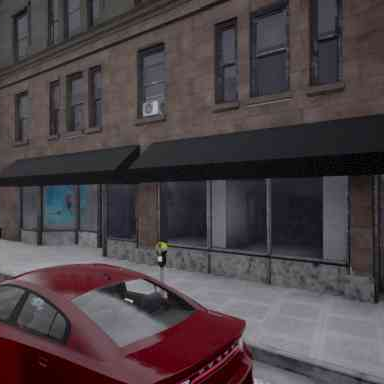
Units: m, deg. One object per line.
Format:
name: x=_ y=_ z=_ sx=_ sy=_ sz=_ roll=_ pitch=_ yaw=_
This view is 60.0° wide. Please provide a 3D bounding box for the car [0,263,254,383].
car: x=-1.519 y=1.545 z=3.932 sx=4.507 sy=1.381 sz=1.887 roll=0 pitch=0 yaw=35
